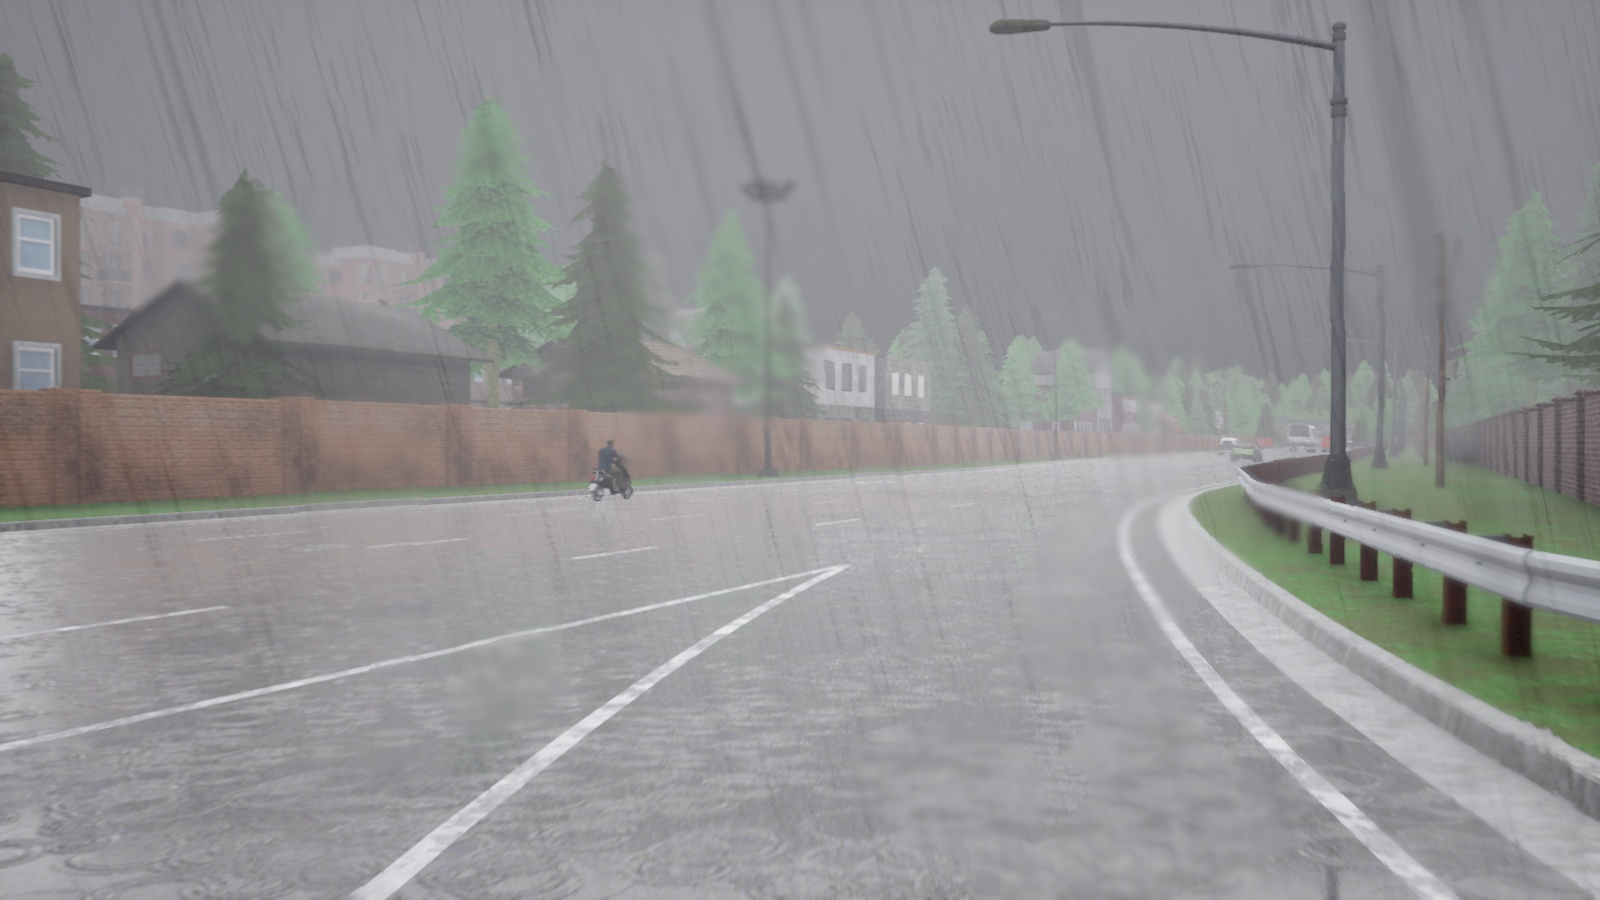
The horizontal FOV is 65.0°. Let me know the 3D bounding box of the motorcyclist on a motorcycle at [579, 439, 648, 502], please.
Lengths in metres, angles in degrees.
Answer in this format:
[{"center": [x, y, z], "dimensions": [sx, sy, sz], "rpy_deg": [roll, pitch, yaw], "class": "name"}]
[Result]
[{"center": [-4.782, 0.509, 32.335], "dimensions": [0.866, 1.590, 1.817], "rpy_deg": [0, 0, 26], "class": "motorcyclist on a motorcycle"}]
